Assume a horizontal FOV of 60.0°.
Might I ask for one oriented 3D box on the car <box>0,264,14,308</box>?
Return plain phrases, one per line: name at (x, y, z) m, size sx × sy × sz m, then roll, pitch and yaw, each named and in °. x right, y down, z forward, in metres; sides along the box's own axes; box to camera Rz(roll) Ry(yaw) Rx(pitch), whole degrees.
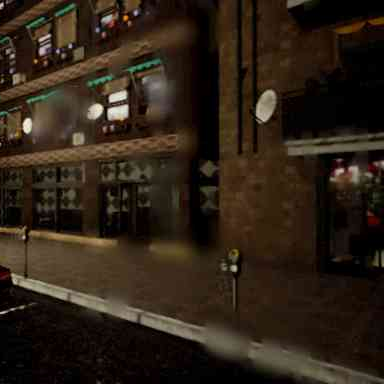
car at (-5.100, 1.591, 6.518) m, size 4.206 × 1.307 × 1.802 m, roll 0°, pitch 0°, yaw 36°
